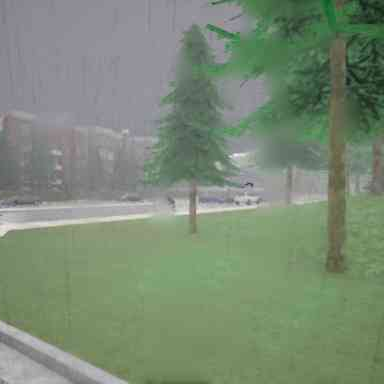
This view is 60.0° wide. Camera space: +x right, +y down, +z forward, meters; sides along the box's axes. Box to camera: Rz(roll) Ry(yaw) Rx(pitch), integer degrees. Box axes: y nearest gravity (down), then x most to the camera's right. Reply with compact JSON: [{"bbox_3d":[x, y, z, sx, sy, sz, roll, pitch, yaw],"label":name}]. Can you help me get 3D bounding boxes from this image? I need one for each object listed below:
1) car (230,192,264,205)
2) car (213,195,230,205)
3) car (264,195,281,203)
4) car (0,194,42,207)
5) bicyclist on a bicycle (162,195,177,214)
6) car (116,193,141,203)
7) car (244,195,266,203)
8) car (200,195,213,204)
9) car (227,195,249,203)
[{"bbox_3d":[8.557,0.985,51.551,2.150,2.045,5.566,1,0,36],"label":"car"},{"bbox_3d":[5.978,1.219,53.964,2.128,1.511,4.902,1,0,36],"label":"car"},{"bbox_3d":[14.668,1.289,60.350,1.812,1.442,4.674,1,0,35],"label":"car"},{"bbox_3d":[-21.241,1.062,41.519,2.128,1.511,4.902,1,1,35],"label":"car"},{"bbox_3d":[-2.005,1.096,29.482,1.656,1.620,0.582,0,0,35],"label":"bicyclist on a bicycle"},{"bbox_3d":[-10.736,0.922,56.453,2.097,1.767,4.553,1,1,35],"label":"car"},{"bbox_3d":[11.781,1.274,62.329,2.033,1.411,5.357,1,0,35],"label":"car"},{"bbox_3d":[3.273,1.169,56.197,1.882,1.535,5.008,1,0,35],"label":"car"},{"bbox_3d":[8.915,1.238,64.338,2.033,1.411,5.357,1,0,35],"label":"car"}]
